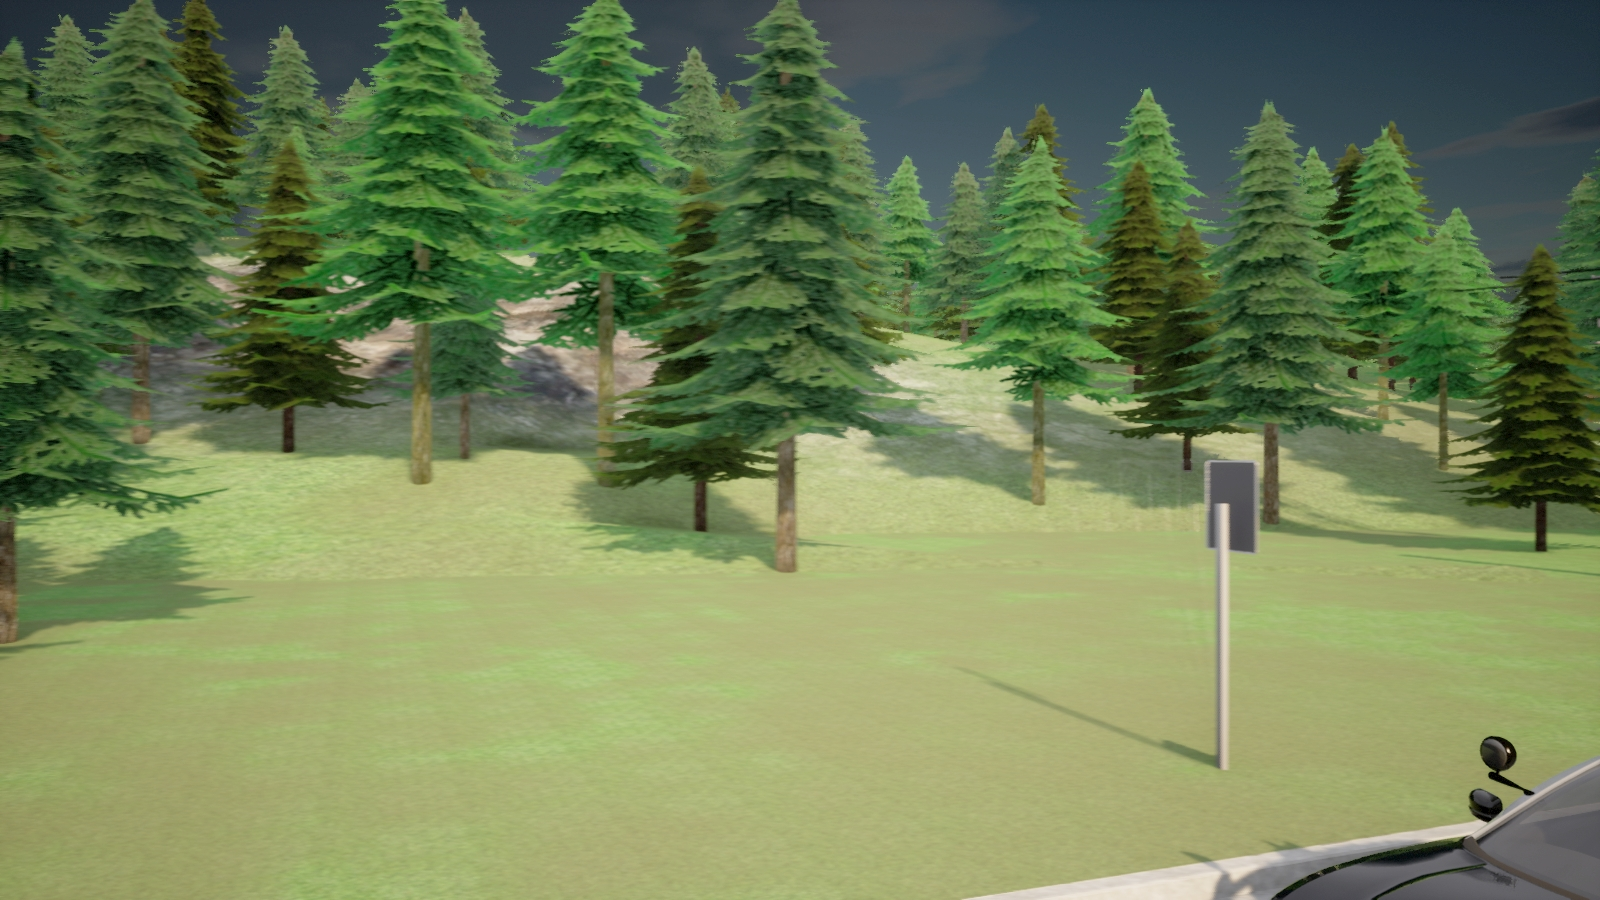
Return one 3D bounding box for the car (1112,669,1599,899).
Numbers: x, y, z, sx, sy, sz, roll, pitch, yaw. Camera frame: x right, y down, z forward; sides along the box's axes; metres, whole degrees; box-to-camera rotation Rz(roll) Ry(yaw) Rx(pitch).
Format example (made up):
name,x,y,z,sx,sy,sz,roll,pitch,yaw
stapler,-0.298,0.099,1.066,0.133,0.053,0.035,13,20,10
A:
name,x,y,z,sx,sy,sz,roll,pitch,yaw
car,4.196,1.982,4.934,5.238,1.638,2.097,0,0,-20
